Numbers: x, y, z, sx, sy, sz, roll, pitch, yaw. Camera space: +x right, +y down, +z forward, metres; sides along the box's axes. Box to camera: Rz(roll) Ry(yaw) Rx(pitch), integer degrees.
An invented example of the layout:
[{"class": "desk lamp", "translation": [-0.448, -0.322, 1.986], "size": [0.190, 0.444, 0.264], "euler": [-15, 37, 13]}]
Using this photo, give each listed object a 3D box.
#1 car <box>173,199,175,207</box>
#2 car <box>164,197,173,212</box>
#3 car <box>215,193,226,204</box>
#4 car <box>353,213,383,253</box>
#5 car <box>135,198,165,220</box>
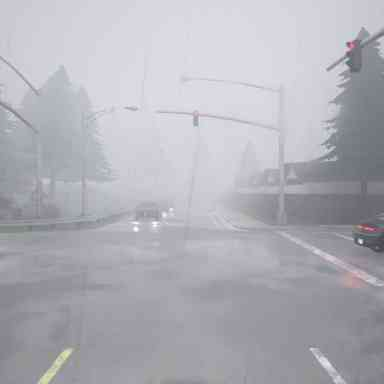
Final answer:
[{"class": "car", "translation": [-3.528, 1.504, 48.311], "size": [1.837, 1.490, 4.892], "euler": [0, 0, 2]}, {"class": "car", "translation": [-3.609, 1.564, 37.957], "size": [1.994, 1.385, 4.181], "euler": [0, 0, 0]}, {"class": "car", "translation": [6.882, 1.206, 60.868], "size": [5.566, 2.045, 2.150], "euler": [0, 0, -22]}, {"class": "car", "translation": [7.766, 1.313, 10.577], "size": [4.892, 1.490, 1.837], "euler": [0, 0, -1]}, {"class": "car", "translation": [-3.611, 1.505, 28.043], "size": [1.837, 1.490, 4.892], "euler": [0, 0, 0]}]
